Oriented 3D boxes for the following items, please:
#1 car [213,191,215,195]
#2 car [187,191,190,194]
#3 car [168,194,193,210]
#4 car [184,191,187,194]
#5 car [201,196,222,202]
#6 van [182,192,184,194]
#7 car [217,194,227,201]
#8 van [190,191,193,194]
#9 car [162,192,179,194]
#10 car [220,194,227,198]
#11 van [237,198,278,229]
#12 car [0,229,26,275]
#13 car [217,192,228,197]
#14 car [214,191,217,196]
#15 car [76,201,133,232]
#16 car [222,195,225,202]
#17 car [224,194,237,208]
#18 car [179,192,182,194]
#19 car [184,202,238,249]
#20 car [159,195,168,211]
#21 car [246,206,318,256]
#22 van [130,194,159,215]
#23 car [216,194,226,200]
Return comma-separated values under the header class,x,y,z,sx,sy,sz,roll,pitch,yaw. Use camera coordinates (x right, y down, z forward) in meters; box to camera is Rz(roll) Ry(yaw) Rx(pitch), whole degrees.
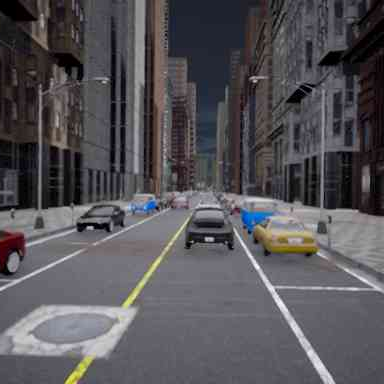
class,x,y,z,sx,sy,sz,roll,pitch,yaw
car,7.045,0.912,85.685,1.967,1.590,4.097,0,0,3
car,-2.042,0.889,74.853,1.967,1.590,4.097,0,0,3
car,-1.234,1.248,37.041,1.812,1.442,4.674,1,0,3
car,-2.615,0.961,63.594,1.967,1.590,4.097,0,0,3
car,1.633,1.391,31.720,1.895,1.301,4.718,1,0,3
van,-2.901,0.899,57.964,1.690,1.788,3.998,0,0,3
car,6.185,1.125,68.800,1.887,1.381,4.507,0,0,3
van,-1.468,0.718,86.110,1.690,1.788,3.998,0,0,3
car,-3.474,0.945,46.705,2.192,1.841,5.009,0,0,3
car,4.752,1.312,40.656,2.008,1.369,4.403,0,0,3
van,3.608,1.249,18.138,1.690,1.788,3.998,0,0,3
car,-5.481,1.431,7.302,1.887,1.381,4.507,0,0,3
car,5.326,1.129,51.912,1.967,1.590,4.097,0,0,3
car,5.900,0.931,63.170,2.192,1.841,5.009,0,0,3
car,-4.908,1.379,18.560,1.947,1.339,4.313,0,0,3
car,4.475,1.322,35.196,1.752,1.417,4.829,0,0,3
car,4.180,1.274,29.397,1.967,1.590,4.097,0,0,3
car,-3.189,1.139,52.336,1.887,1.381,4.507,0,0,3
car,0.740,1.409,14.146,1.837,1.490,4.892,1,0,3
car,-4.048,1.269,35.448,1.947,1.339,4.313,0,0,3
car,3.328,1.468,12.681,1.752,1.417,4.829,0,0,3
van,-4.333,1.081,29.817,1.690,1.788,3.998,0,0,3
car,6.471,1.109,74.429,1.947,1.339,4.313,0,0,3
